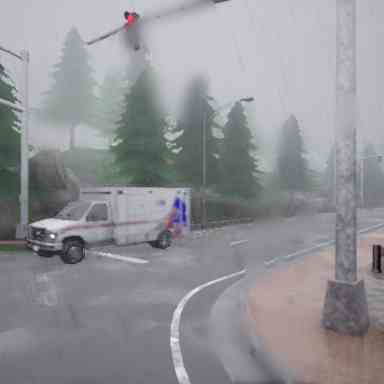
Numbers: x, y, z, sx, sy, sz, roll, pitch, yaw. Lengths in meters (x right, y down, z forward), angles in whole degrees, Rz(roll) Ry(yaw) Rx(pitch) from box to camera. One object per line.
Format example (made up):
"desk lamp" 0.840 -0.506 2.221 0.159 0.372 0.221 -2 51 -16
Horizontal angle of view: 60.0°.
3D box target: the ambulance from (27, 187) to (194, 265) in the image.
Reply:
"ambulance" -2.775 1.040 12.722 2.351 2.431 6.366 0 0 40
